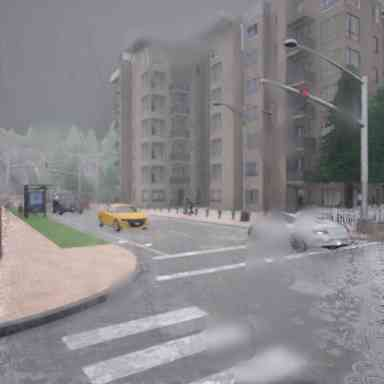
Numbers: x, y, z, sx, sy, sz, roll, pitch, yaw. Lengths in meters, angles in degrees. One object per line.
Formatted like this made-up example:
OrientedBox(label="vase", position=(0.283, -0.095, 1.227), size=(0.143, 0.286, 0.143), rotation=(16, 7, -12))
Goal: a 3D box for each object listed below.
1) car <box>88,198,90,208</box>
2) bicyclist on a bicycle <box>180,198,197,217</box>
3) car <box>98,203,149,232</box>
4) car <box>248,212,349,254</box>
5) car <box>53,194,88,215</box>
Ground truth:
OrientedBox(label="car", position=(-15.722, 1.238, 45.733), size=(2.150, 2.045, 5.566), rotation=(0, 0, -31))
OrientedBox(label="bicyclist on a bicycle", position=(-0.287, 1.310, 28.277), size=(1.656, 1.620, 0.582), rotation=(0, 0, -32))
OrientedBox(label="car", position=(-4.359, 1.493, 20.669), size=(1.882, 1.535, 5.008), rotation=(0, 0, -32))
OrientedBox(label="car", position=(4.180, 1.537, 13.707), size=(1.812, 1.442, 4.674), rotation=(1, 0, -24))
OrientedBox(label="car", position=(-12.819, 1.231, 34.243), size=(2.150, 2.045, 5.566), rotation=(0, 1, -32))
